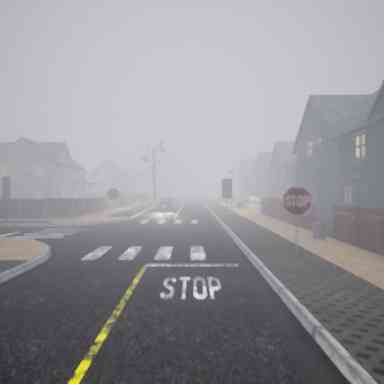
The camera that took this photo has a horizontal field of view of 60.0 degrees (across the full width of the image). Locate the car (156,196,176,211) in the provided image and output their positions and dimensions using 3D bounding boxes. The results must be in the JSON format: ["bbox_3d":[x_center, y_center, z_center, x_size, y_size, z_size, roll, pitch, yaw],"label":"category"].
[{"bbox_3d":[-2.749,1.235,35.851,2.128,1.511,4.902,0,0,0],"label":"car"}]
